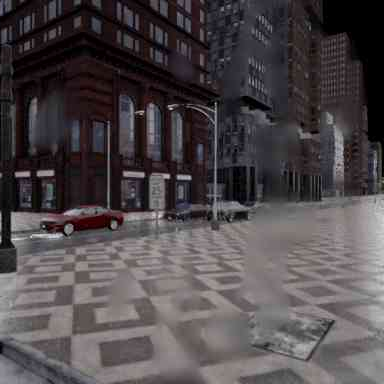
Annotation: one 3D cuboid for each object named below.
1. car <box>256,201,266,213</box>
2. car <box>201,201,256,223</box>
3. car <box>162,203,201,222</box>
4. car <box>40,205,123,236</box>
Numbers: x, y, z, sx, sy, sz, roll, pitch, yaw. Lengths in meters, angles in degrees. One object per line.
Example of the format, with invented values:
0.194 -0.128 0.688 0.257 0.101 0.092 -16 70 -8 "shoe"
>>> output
6.871 1.737 37.991 1.994 1.385 4.181 0 0 35 "car"
3.119 1.491 27.238 2.097 1.767 4.553 0 0 36 "car"
-0.205 1.664 28.071 2.033 1.411 5.357 0 0 35 "car"
-6.307 1.546 19.479 1.882 1.535 5.008 0 0 36 "car"
